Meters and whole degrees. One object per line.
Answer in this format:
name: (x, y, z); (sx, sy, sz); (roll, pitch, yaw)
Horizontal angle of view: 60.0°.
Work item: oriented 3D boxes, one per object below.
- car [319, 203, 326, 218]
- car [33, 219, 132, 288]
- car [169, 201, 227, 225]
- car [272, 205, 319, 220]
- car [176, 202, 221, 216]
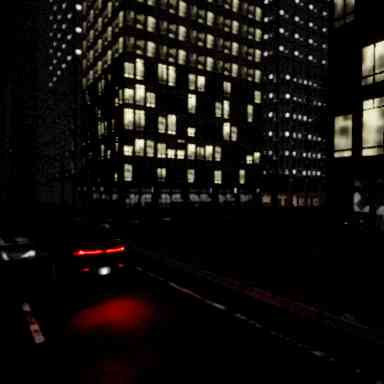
car: (14.925, 2.171, 36.524); (4.206, 1.307, 1.802); (1, 0, -32)
car: (-3.292, 1.552, 9.609); (1.837, 1.490, 4.892); (0, 0, -33)
car: (0.531, 1.685, 27.636); (5.009, 1.841, 2.192); (1, 0, -32)
car: (10.270, 2.044, 33.650); (4.829, 1.417, 1.752); (1, 0, -32)
car: (0.778, 1.867, 37.638); (4.829, 1.417, 1.752); (1, 0, -32)
